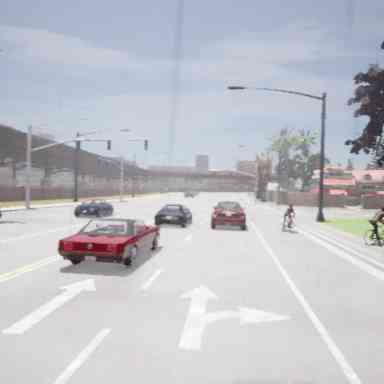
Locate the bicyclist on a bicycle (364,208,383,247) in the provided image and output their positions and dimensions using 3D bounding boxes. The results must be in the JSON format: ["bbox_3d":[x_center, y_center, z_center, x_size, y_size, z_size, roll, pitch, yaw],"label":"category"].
[{"bbox_3d":[8.034,1.487,14.205,1.656,1.620,0.582,2,0,-17],"label":"bicyclist on a bicycle"}]

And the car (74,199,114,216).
[{"bbox_3d":[-7.721,1.256,26.514,1.994,1.385,4.181,2,0,7],"label":"car"}]

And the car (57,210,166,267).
[{"bbox_3d":[-2.387,1.492,11.011,1.895,1.301,4.718,2,0,8],"label":"car"}]

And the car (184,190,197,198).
[{"bbox_3d":[-0.746,0.524,87.793,2.150,2.045,5.566,2,1,6],"label":"car"}]

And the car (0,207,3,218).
[{"bbox_3d":[-12.351,1.123,17.397,2.033,1.411,5.357,2,0,7],"label":"car"}]

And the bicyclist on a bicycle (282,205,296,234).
[{"bbox_3d":[5.653,1.552,19.250,0.582,1.620,1.656,2,0,-5],"label":"bicyclist on a bicycle"}]

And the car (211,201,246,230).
[{"bbox_3d":[2.372,1.347,21.505,2.097,1.767,4.553,2,0,7],"label":"car"}]

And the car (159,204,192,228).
[{"bbox_3d":[-1.132,1.455,21.635,1.994,1.385,4.181,2,0,7],"label":"car"}]
